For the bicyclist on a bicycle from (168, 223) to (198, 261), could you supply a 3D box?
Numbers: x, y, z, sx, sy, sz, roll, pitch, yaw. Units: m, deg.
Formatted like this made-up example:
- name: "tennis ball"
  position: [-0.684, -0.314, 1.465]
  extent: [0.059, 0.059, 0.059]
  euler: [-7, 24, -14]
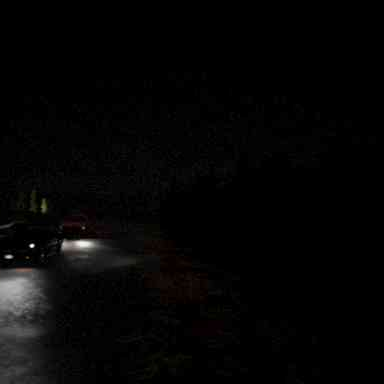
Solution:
- name: "bicyclist on a bicycle"
  position: [-0.152, 2.125, 13.966]
  extent: [1.656, 1.620, 0.582]
  euler: [2, -3, -8]

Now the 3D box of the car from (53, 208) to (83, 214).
- name: "car"
  position: [-16.454, 2.912, 44.678]
  extent: [4.553, 1.767, 2.097]
  euler: [2, -3, 1]

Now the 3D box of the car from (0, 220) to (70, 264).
- name: "car"
  position: [-6.690, 2.040, 13.772]
  extent: [1.895, 1.301, 4.718]
  euler: [2, -3, -8]

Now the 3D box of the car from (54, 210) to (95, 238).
- name: "car"
  position: [-8.174, 2.340, 23.837]
  extent: [1.882, 1.535, 5.008]
  euler: [2, -2, -8]
